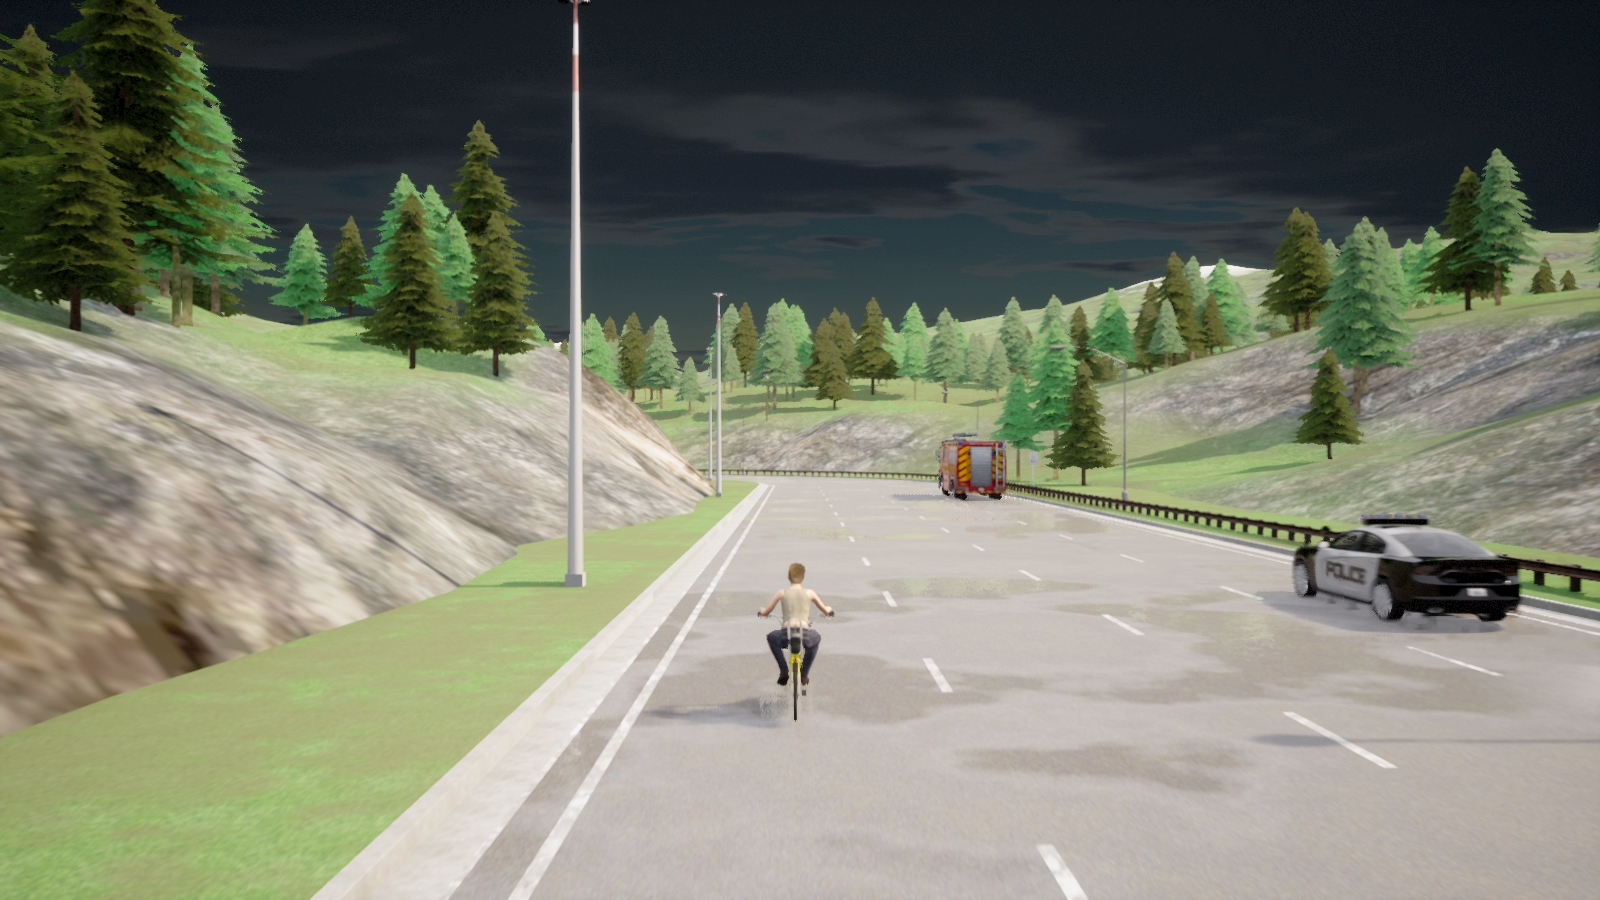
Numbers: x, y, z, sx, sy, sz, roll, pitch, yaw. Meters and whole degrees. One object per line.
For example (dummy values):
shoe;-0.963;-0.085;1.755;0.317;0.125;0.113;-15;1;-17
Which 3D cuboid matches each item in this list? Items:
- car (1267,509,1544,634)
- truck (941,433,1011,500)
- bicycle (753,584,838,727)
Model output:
car;10.340;1.997;20.119;2.097;1.638;5.238;0;0;0
truck;10.537;0.938;69.235;2.891;3.827;8.468;0;0;0
bicycle;-0.046;2.167;12.318;0.859;1.276;1.487;0;0;0
